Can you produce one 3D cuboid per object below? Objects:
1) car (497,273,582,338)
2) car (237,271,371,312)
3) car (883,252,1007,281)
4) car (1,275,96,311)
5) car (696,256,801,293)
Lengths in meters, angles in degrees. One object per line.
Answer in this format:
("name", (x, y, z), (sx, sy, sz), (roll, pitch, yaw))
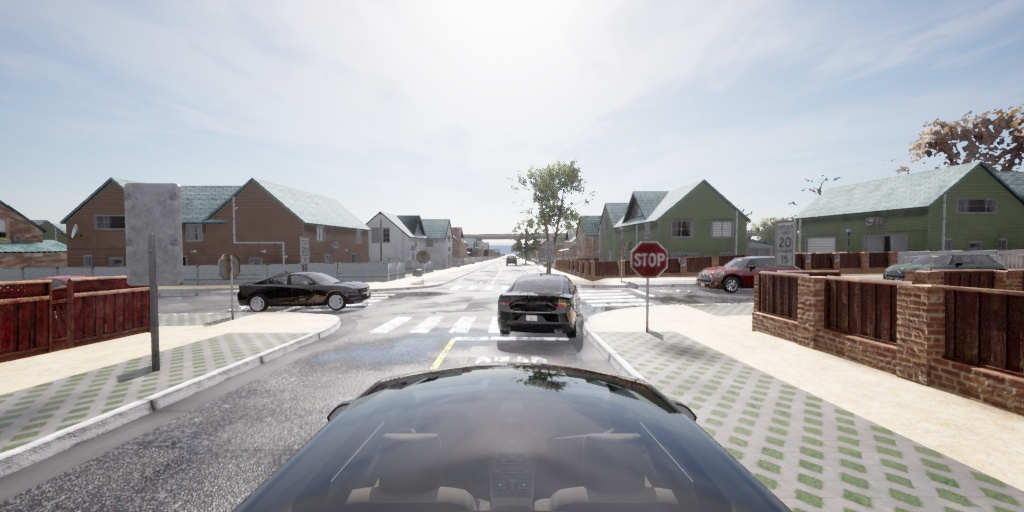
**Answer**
("car", (0.947, 1.224, 10.351), (1.882, 1.535, 5.008), (0, 0, 12))
("car", (-8.485, 1.376, 14.866), (5.008, 1.535, 1.882), (-1, 2, 0))
("car", (21.681, 0.645, 18.059), (4.553, 1.767, 2.097), (-1, 2, 0))
("car", (-18.038, 1.546, 14.791), (5.008, 1.535, 1.882), (-1, 2, 0))
("car", (11.786, 0.820, 17.975), (4.553, 1.767, 2.097), (-1, 2, 0))
